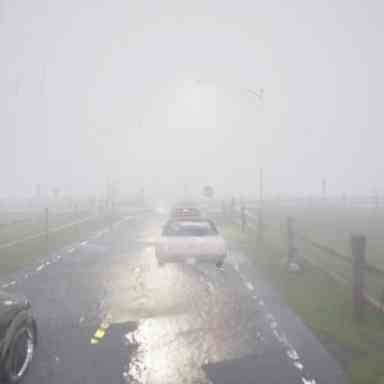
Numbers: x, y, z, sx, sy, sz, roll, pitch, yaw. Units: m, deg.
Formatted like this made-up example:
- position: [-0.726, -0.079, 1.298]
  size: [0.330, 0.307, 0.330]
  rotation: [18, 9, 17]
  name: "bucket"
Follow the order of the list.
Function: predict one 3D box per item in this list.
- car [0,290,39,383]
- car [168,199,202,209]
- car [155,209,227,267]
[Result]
- position: [-2.875, 1.528, 2.407]
  size: [1.994, 1.385, 4.181]
  rotation: [0, 1, 0]
  name: "car"
- position: [-0.412, 1.215, 20.702]
  size: [1.837, 1.490, 4.892]
  rotation: [0, 1, -2]
  name: "car"
- position: [-0.076, 1.446, 10.759]
  size: [1.895, 1.301, 4.718]
  rotation: [0, 1, -1]
  name: "car"
